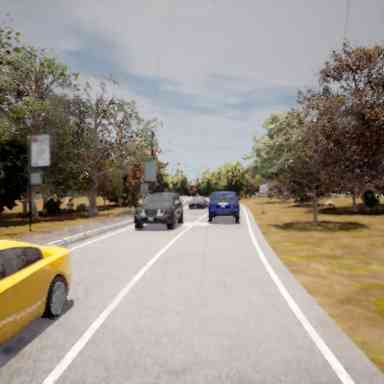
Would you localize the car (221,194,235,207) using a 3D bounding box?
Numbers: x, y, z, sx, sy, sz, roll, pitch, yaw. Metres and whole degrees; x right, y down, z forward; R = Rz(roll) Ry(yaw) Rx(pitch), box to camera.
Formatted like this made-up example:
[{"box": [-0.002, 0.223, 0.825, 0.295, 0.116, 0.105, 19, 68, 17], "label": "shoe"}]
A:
[{"box": [4.824, 1.113, 44.997, 1.837, 1.490, 4.892, 0, 1, 4], "label": "car"}]

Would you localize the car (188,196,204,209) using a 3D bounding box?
[{"box": [0.741, 1.228, 39.058, 2.033, 1.411, 5.357, 0, 1, 7], "label": "car"}]

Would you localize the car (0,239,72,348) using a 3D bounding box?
[{"box": [-3.353, 1.449, 4.463, 1.882, 1.535, 5.008, 0, 0, 3], "label": "car"}]

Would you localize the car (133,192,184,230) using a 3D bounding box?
[{"box": [-1.869, 1.065, 20.456, 2.150, 2.045, 5.566, 0, 1, 7], "label": "car"}]

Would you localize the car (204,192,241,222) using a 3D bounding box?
[{"box": [2.412, 1.003, 24.571, 2.150, 2.045, 5.566, 0, 1, 8], "label": "car"}]
